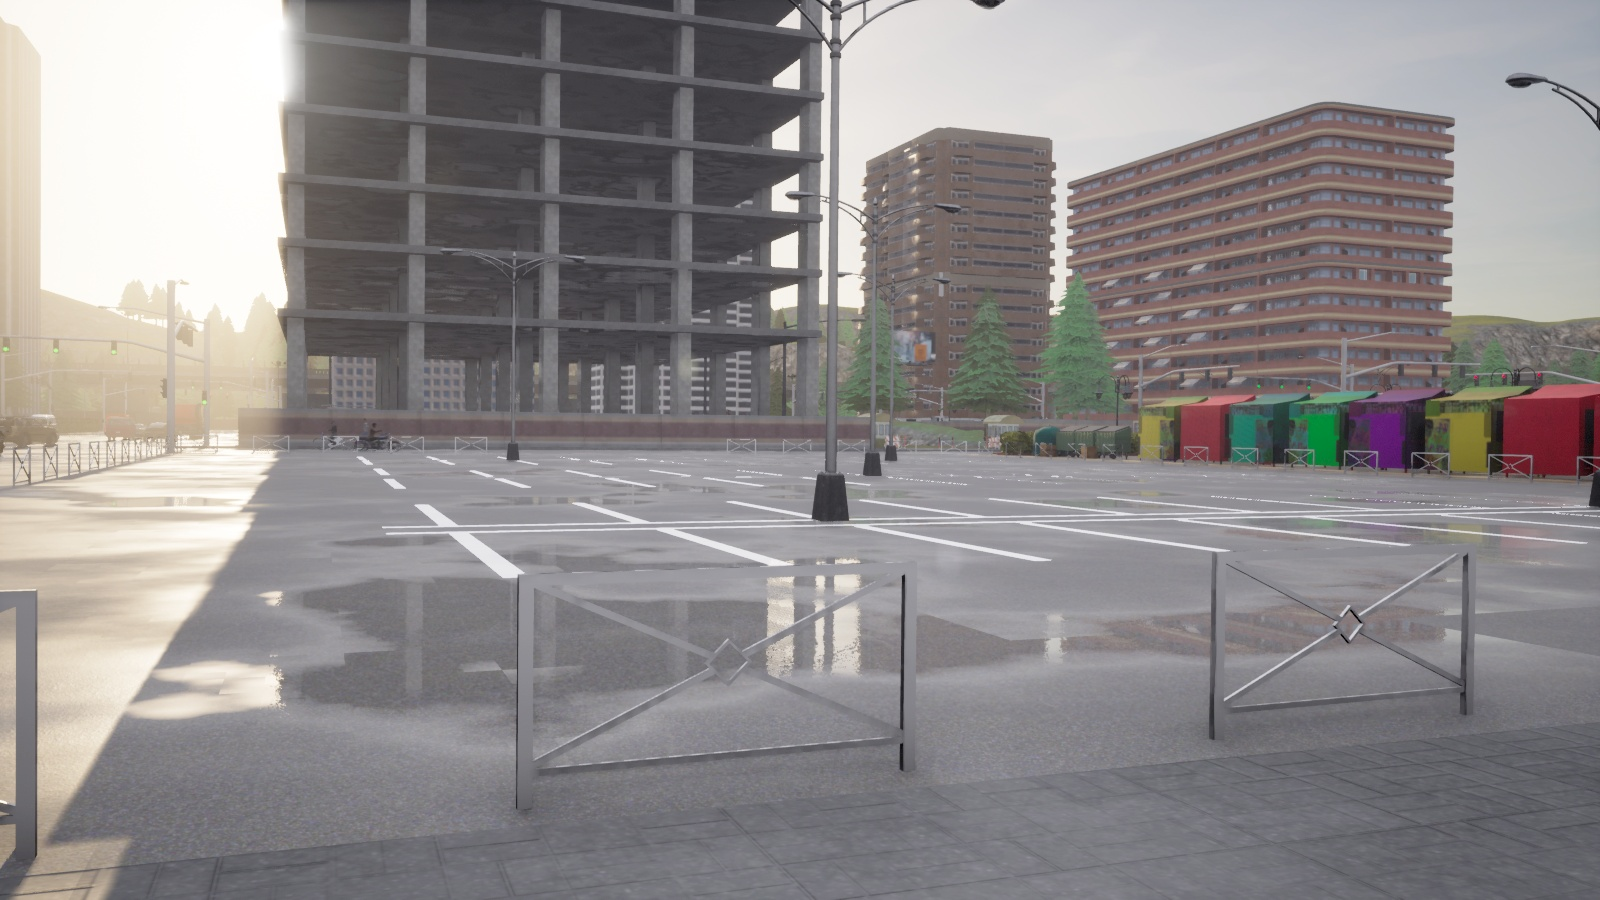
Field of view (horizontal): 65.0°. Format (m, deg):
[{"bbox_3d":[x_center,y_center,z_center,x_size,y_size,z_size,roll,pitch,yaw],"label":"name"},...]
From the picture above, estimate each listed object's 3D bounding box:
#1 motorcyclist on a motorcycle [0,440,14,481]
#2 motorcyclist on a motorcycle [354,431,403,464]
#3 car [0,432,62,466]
[{"bbox_3d":[-30.382,0.392,47.313,0.866,1.530,2.191,-1,1,-21],"label":"motorcyclist on a motorcycle"},{"bbox_3d":[-21.655,-0.123,64.566,2.350,1.649,0.766,-1,1,-21],"label":"motorcyclist on a motorcycle"},{"bbox_3d":[-43.887,-0.081,70.866,1.932,1.855,4.605,0,0,-3],"label":"car"}]
